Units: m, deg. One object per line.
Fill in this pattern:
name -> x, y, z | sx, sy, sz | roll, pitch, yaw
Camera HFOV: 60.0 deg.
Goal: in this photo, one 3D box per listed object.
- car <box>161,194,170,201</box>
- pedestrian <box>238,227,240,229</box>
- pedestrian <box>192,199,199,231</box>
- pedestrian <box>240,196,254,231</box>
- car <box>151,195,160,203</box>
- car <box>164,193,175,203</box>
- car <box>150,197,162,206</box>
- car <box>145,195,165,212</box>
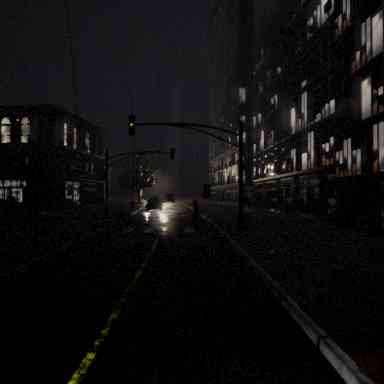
car -> -6.365, 1.328, 79.426 | 1.812, 1.442, 4.674 | 0, 0, -10
pedestrian -> 2.960, 1.144, 18.704 | 0.375, 1.860, 0.375 | 1, -1, -2
pedestrian -> 0.225, 1.294, 19.080 | 0.375, 1.860, 0.375 | 1, -1, -2
pedestrian -> 2.966, 1.144, 17.836 | 0.375, 1.860, 0.375 | 1, -1, -2
car -> -7.641, 1.469, 69.433 | 1.837, 1.490, 4.892 | 0, 0, -8
car -> -4.824, 1.202, 69.158 | 2.150, 2.045, 5.566 | 0, 0, -8
car -> -5.832, 1.584, 54.107 | 1.895, 1.301, 4.718 | 0, 0, -6
car -> -4.458, 1.468, 39.444 | 1.882, 1.535, 5.008 | 0, 0, -5
